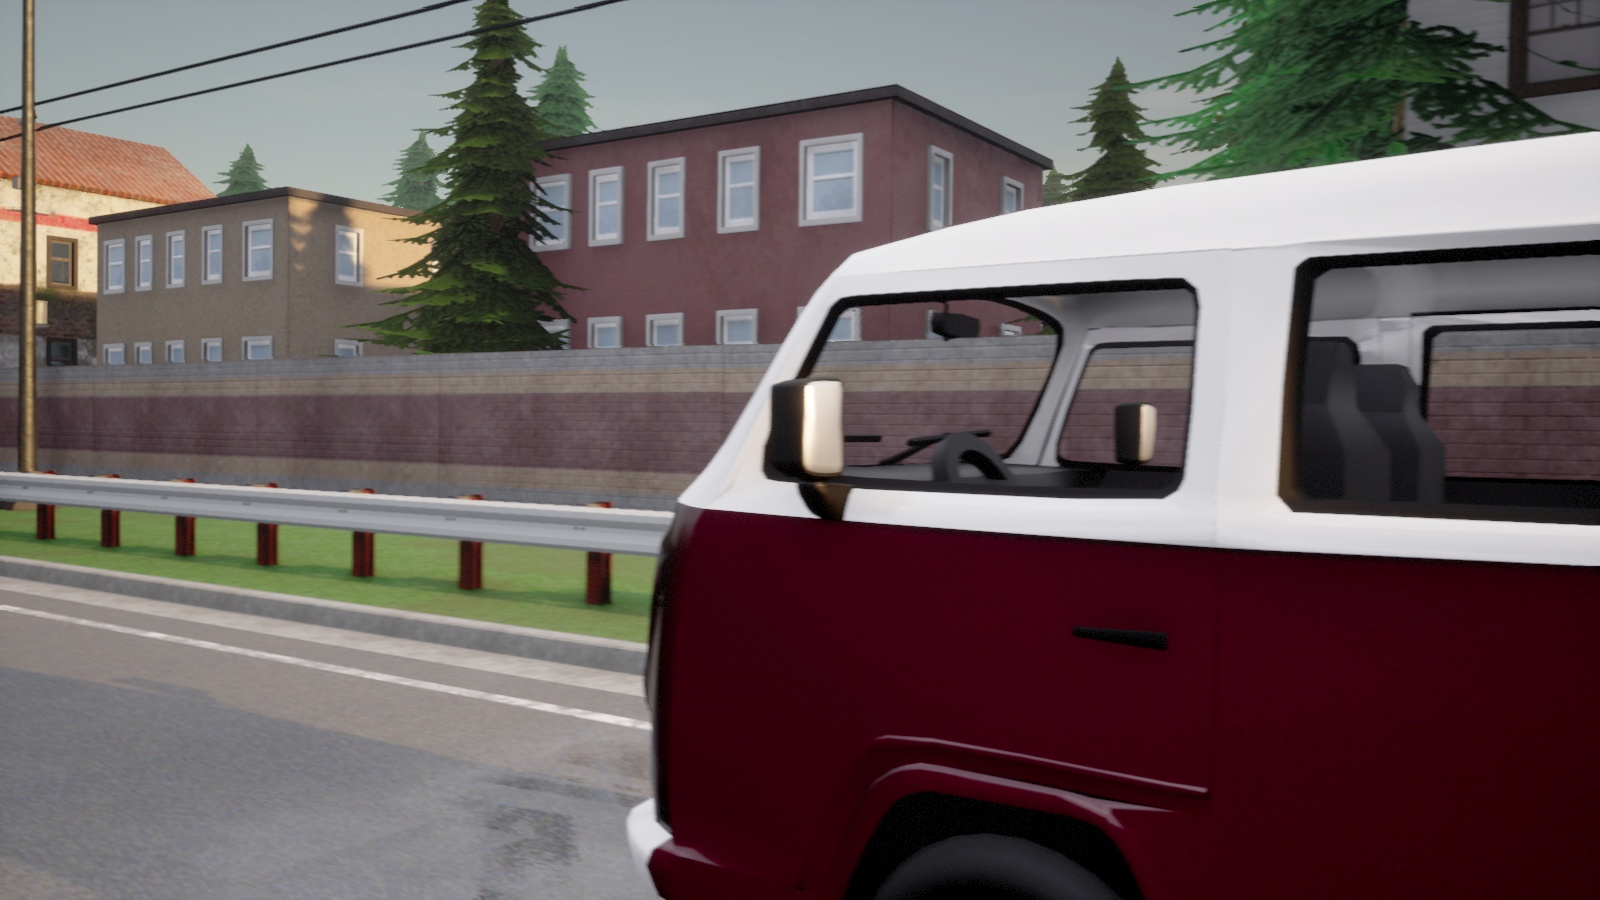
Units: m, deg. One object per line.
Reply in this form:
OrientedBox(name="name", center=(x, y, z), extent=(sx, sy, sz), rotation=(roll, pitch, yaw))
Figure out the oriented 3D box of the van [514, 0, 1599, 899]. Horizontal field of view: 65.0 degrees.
OrientedBox(name="van", center=(1.810, 0.407, 2.415), extent=(4.480, 2.038, 2.069), rotation=(0, 1, 34))
